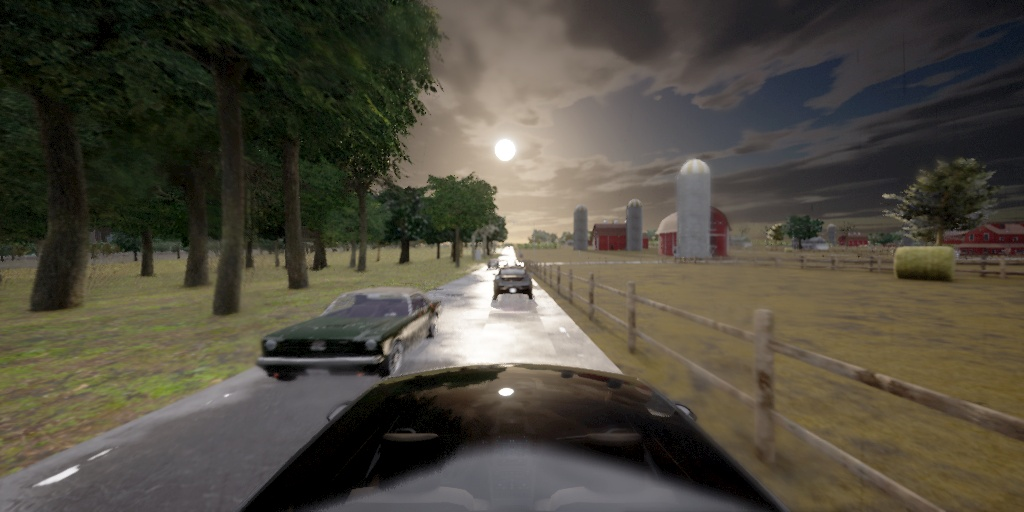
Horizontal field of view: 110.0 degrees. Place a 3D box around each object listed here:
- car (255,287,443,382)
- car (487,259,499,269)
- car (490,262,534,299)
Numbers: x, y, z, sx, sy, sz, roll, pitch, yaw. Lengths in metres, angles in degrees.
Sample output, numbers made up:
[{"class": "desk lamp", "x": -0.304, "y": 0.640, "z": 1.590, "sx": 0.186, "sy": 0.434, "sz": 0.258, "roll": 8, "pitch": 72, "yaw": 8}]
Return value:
[{"class": "car", "x": -2.764, "y": 1.356, "z": 7.312, "sx": 1.895, "sy": 1.301, "sz": 4.718, "roll": 0, "pitch": 0, "yaw": 0}, {"class": "car", "x": -2.921, "y": 1.245, "z": 56.684, "sx": 2.128, "sy": 1.511, "sz": 4.902, "roll": 0, "pitch": 0, "yaw": 0}, {"class": "car", "x": 0.036, "y": 1.239, "z": 18.031, "sx": 1.837, "sy": 1.490, "sz": 4.892, "roll": 0, "pitch": 0, "yaw": 0}]
